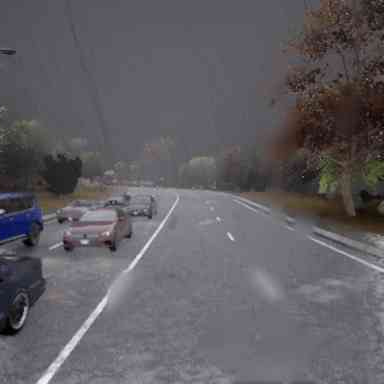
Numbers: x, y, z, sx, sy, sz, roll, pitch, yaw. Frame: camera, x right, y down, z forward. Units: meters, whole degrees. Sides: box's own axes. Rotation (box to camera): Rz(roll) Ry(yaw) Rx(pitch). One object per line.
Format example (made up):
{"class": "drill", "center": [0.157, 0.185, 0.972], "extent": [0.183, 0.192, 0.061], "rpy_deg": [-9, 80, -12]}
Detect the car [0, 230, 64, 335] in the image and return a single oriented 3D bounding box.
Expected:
{"class": "car", "center": [-3.598, 1.526, 3.920], "extent": [2.033, 1.411, 5.357], "rpy_deg": [0, 0, 0]}

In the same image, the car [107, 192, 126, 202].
{"class": "car", "center": [-7.048, 0.708, 31.752], "extent": [1.994, 1.385, 4.181], "rpy_deg": [0, 3, 1]}

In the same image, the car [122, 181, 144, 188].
{"class": "car", "center": [-15.461, -1.895, 86.748], "extent": [1.837, 1.490, 4.892], "rpy_deg": [0, 2, -45]}

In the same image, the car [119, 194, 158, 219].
{"class": "car", "center": [-3.555, 1.000, 23.628], "extent": [1.837, 1.490, 4.892], "rpy_deg": [0, 2, 1]}

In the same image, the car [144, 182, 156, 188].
{"class": "car", "center": [-11.455, -1.796, 87.479], "extent": [1.837, 1.490, 4.892], "rpy_deg": [0, 2, -40]}

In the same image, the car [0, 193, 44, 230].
{"class": "car", "center": [-7.092, 1.094, 11.251], "extent": [2.150, 2.045, 5.566], "rpy_deg": [0, 1, 1]}

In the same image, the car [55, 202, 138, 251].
{"class": "car", "center": [-3.584, 1.352, 13.456], "extent": [1.812, 1.442, 4.674], "rpy_deg": [0, 1, 0]}

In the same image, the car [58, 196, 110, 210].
{"class": "car", "center": [-7.067, 1.176, 21.563], "extent": [1.895, 1.301, 4.718], "rpy_deg": [0, 2, 0]}
